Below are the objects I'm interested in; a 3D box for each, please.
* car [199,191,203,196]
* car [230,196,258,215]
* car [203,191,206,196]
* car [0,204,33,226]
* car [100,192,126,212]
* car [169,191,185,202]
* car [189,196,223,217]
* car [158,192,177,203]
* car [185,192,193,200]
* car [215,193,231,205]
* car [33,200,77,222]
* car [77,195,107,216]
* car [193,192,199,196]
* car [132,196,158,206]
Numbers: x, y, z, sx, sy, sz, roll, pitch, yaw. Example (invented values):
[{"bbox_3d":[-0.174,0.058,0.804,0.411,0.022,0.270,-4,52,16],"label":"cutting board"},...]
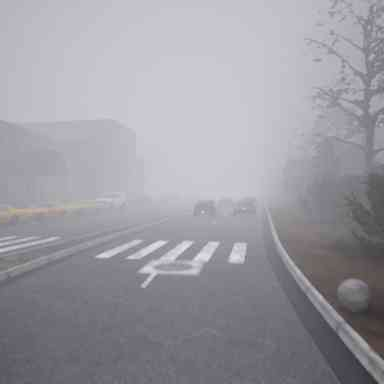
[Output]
[{"bbox_3d":[0.712,0.847,85.569,2.185,1.767,4.553,0,0,12],"label":"car"},{"bbox_3d":[4.912,1.387,30.941,1.994,1.385,4.181,0,0,12],"label":"car"},{"bbox_3d":[1.772,0.934,90.771,1.946,1.575,5.366,0,0,12],"label":"car"},{"bbox_3d":[-12.565,1.418,20.394,1.946,1.575,5.366,0,0,12],"label":"car"},{"bbox_3d":[-9.192,1.054,36.907,2.435,2.045,5.566,0,0,11],"label":"car"},{"bbox_3d":[-3.684,0.869,63.977,2.435,2.045,5.566,0,0,11],"label":"car"},{"bbox_3d":[1.335,1.362,29.499,1.837,1.490,4.892,0,1,11],"label":"car"},{"bbox_3d":[-4.777,1.158,58.598,2.231,1.521,4.892,0,0,11],"label":"car"},{"bbox_3d":[-1.858,1.059,73.220,2.231,1.521,4.892,0,0,12],"label":"car"},{"bbox_3d":[4.671,1.267,45.600,1.812,1.442,4.674,0,0,12],"label":"car"},{"bbox_3d":[-11.454,1.379,25.804,1.946,1.575,5.366,0,0,12],"label":"car"},{"bbox_3d":[-10.352,1.342,31.218,1.946,1.575,5.366,0,0,12],"label":"car"},{"bbox_3d":[-0.432,1.008,79.943,1.946,1.575,5.366,0,0,12],"label":"car"},{"bbox_3d":[-6.992,1.261,47.734,2.163,1.488,4.792,0,0,12],"label":"car"}]
